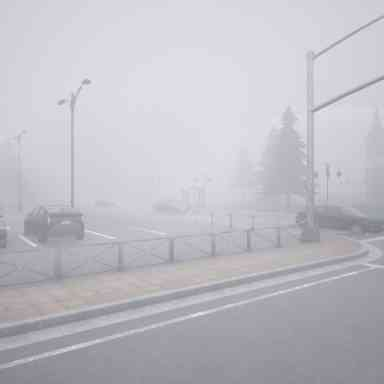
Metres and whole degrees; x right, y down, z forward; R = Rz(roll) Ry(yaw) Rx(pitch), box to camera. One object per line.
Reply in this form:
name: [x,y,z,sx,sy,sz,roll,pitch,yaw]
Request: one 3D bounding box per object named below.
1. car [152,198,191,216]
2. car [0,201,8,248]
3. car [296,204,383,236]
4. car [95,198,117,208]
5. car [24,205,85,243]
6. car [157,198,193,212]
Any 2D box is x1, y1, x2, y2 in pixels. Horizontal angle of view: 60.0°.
car: [-2.204,1.491,33.386,2.128,1.511,4.902,0,0,-36]
car: [-8.898,1.331,13.418,2.152,1.636,5.027,0,0,-36]
car: [8.287,1.478,18.814,1.882,1.535,5.008,0,0,-34]
car: [-12.379,1.529,47.325,1.812,1.442,4.674,0,0,-36]
car: [-6.387,1.340,15.298,2.007,1.523,4.514,0,0,-36]
car: [-2.057,1.504,39.406,1.837,1.490,4.892,0,0,-36]
